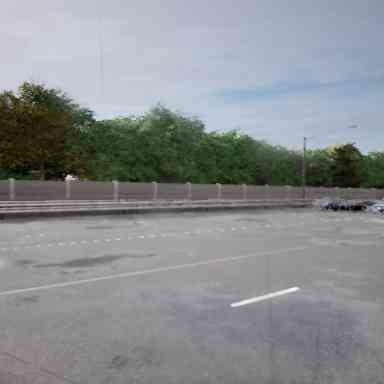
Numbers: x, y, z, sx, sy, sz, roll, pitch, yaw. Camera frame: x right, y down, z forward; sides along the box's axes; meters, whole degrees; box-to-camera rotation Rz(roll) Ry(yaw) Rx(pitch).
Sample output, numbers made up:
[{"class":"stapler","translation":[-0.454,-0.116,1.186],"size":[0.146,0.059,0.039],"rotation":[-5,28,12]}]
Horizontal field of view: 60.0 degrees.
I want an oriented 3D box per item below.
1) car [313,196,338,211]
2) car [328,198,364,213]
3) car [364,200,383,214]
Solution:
[{"class":"car","translation":[17.424,1.401,42.293],"size":[4.553,1.767,2.097],"rotation":[1,3,-37]},{"class":"car","translation":[18.295,1.698,38.618],"size":[4.718,1.301,1.895],"rotation":[1,0,-37]},{"class":"car","translation":[21.176,1.652,36.406],"size":[4.674,1.442,1.812],"rotation":[1,0,-37]}]
